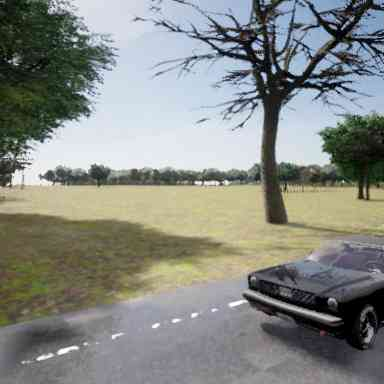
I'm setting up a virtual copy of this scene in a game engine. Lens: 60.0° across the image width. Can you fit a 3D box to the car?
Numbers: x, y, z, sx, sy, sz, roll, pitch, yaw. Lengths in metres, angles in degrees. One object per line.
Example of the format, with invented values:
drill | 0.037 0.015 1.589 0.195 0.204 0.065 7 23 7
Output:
car | 3.200 1.581 6.318 4.718 1.301 1.895 0 0 -36
